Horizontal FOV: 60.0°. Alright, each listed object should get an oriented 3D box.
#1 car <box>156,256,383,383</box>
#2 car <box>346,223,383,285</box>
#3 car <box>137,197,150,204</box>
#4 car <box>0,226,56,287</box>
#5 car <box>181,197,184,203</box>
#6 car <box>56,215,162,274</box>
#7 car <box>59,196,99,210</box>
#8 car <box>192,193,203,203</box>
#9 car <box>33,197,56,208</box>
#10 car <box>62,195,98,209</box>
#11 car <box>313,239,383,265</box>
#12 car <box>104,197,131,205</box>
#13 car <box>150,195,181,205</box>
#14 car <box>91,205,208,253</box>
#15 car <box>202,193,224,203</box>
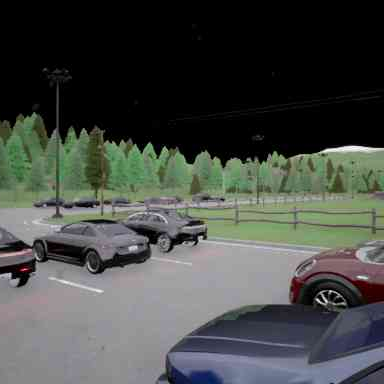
[{"bbox_3d":[2.272,1.547,2.352,5.357,1.411,2.033,0,0,36],"label":"car"},{"bbox_3d":[6.447,1.601,7.967,4.718,1.301,1.895,0,0,36],"label":"car"},{"bbox_3d":[-7.263,1.547,58.955,2.033,1.411,5.357,0,0,37],"label":"car"},{"bbox_3d":[-5.717,1.491,8.071,4.902,1.511,2.128,0,0,36],"label":"car"},{"bbox_3d":[-3.716,1.504,69.503,1.837,1.490,4.892,0,0,36],"label":"car"},{"bbox_3d":[-3.287,1.564,10.630,4.181,1.385,1.994,0,0,36],"label":"car"},{"bbox_3d":[-14.433,1.478,43.318,1.882,1.535,5.008,0,0,36],"label":"car"},{"bbox_3d":[2.205,1.222,71.629,2.150,2.045,5.566,0,0,36],"label":"car"},{"bbox_3d":[-20.075,1.505,47.457,1.837,1.490,4.892,0,0,36],"label":"car"},{"bbox_3d":[-15.849,1.352,47.329,2.097,1.767,4.553,0,0,36],"label":"car"},{"bbox_3d":[3.986,1.352,5.423,4.553,1.767,2.097,0,0,36],"label":"car"},{"bbox_3d":[-12.918,1.547,57.197,2.033,1.411,5.357,0,0,37],"label":"car"},{"bbox_3d":[-4.544,1.525,56.737,1.812,1.442,4.674,0,0,36],"label":"car"},{"bbox_3d":[-1.643,1.491,13.763,4.902,1.511,2.128,0,0,36],"label":"car"},{"bbox_3d":[4.851,1.476,69.321,1.882,1.535,5.008,0,0,36],"label":"car"}]
